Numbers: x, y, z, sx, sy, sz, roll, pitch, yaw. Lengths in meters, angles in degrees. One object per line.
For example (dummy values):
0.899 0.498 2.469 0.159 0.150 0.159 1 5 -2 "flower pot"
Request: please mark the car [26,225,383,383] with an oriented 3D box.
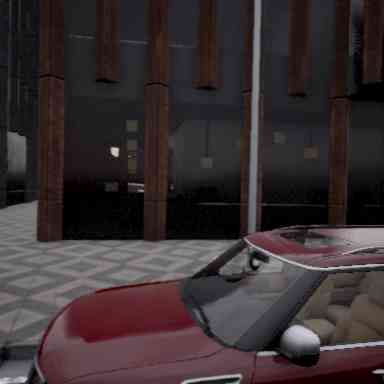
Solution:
1.204 1.279 3.018 5.009 1.841 2.192 1 1 -9 "car"
